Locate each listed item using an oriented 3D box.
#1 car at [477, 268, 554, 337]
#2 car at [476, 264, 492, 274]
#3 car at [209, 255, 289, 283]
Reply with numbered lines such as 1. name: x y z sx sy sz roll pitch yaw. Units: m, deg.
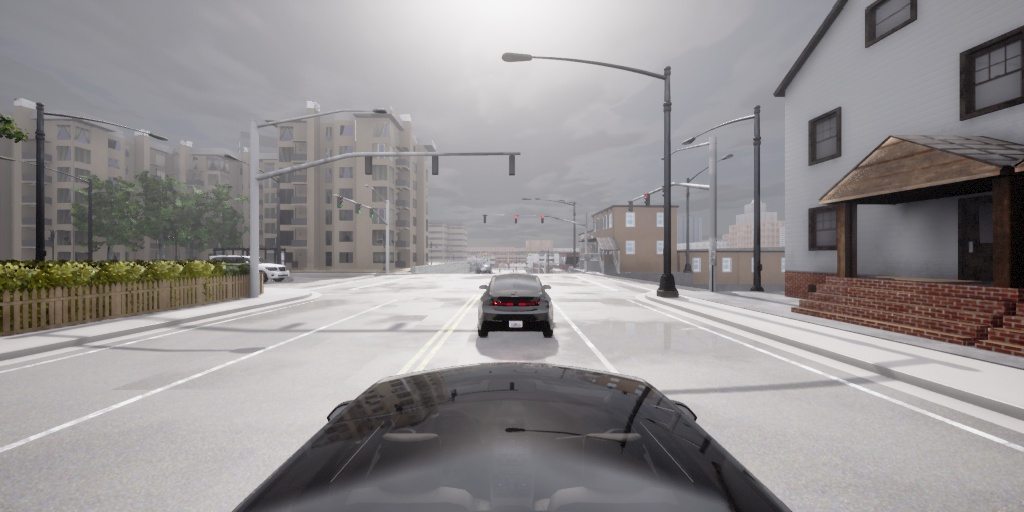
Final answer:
1. car: 0.095 1.255 10.319 1.837 1.490 4.892 0 0 0
2. car: -3.600 1.755 47.134 2.128 1.511 4.902 0 -5 0
3. car: -19.946 0.971 27.017 5.566 2.045 2.150 0 0 1
